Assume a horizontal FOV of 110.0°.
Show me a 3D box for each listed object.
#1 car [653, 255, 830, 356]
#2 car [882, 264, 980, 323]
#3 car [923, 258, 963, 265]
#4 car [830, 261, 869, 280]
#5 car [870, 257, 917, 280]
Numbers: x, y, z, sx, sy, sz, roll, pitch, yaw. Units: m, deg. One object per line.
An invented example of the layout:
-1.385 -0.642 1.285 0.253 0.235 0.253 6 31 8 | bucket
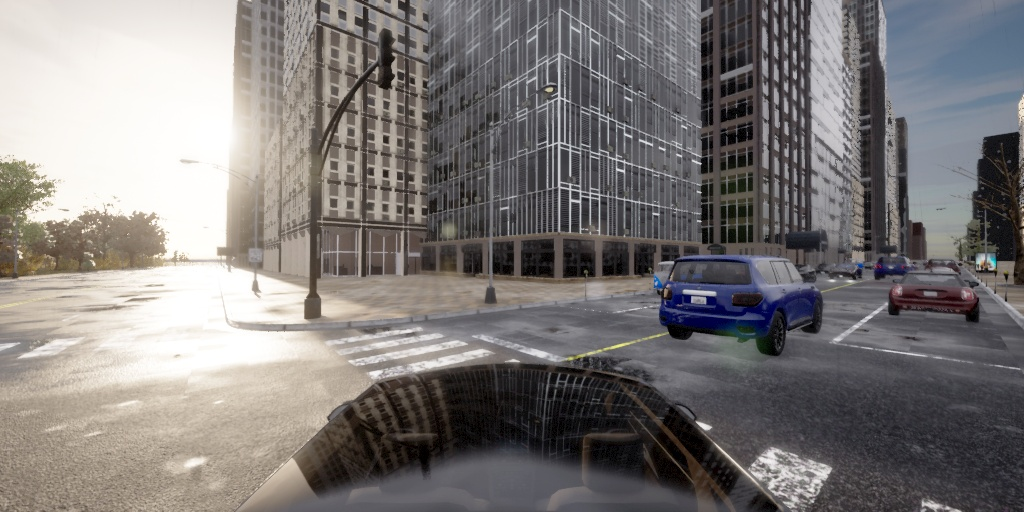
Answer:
5.867 0.995 8.963 5.566 2.045 2.150 0 0 -39 | car
14.534 1.211 12.382 4.097 1.591 1.967 0 0 -39 | car
36.516 1.145 30.431 5.009 1.841 2.192 0 0 -39 | car
31.252 1.413 33.490 5.357 1.411 2.033 0 -1 -39 | car
33.514 1.067 31.369 5.566 2.045 2.150 0 0 -38 | car
